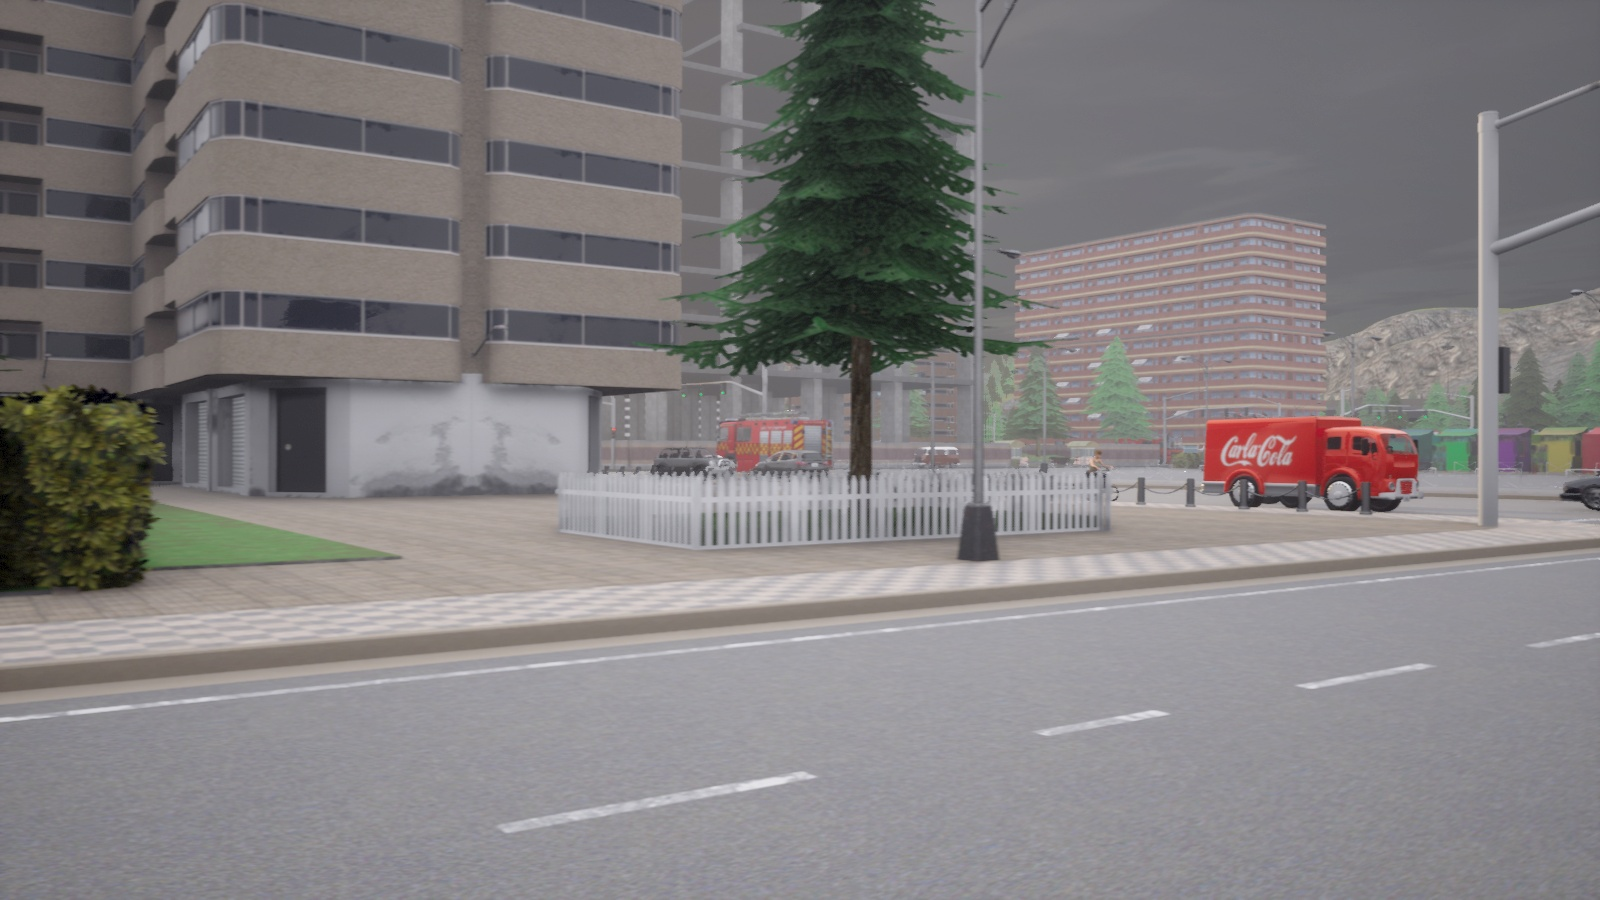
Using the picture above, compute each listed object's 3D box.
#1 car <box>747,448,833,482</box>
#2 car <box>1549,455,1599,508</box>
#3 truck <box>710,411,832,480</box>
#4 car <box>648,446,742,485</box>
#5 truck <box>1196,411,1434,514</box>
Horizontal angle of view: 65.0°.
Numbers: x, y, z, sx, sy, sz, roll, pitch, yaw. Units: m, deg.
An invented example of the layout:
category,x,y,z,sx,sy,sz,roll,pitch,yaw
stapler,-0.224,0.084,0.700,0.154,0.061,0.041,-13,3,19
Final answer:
category,x,y,z,sx,sy,sz,roll,pitch,yaw
car,-0.546,0.750,65.310,2.242,1.667,4.611,0,0,-35
car,22.565,0.824,32.299,2.033,1.411,5.357,0,0,-31
truck,-1.820,-0.236,73.227,2.891,3.827,8.468,0,0,-35
car,-5.193,0.723,61.594,4.605,1.855,1.932,0,0,42
truck,13.446,0.311,33.122,2.627,2.467,5.204,0,0,-35
